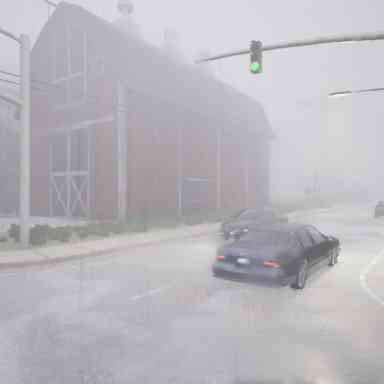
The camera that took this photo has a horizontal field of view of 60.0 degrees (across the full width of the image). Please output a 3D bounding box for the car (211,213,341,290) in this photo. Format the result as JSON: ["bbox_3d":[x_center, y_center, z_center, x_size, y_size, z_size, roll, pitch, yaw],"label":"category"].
[{"bbox_3d":[2.611,1.560,9.266,2.033,1.411,5.357,0,0,36],"label":"car"}]

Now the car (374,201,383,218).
[{"bbox_3d":[17.571,1.509,29.637,2.128,1.511,4.902,0,0,36],"label":"car"}]

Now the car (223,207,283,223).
[{"bbox_3d":[3.120,1.504,16.038,1.837,1.490,4.892,0,0,36],"label":"car"}]
